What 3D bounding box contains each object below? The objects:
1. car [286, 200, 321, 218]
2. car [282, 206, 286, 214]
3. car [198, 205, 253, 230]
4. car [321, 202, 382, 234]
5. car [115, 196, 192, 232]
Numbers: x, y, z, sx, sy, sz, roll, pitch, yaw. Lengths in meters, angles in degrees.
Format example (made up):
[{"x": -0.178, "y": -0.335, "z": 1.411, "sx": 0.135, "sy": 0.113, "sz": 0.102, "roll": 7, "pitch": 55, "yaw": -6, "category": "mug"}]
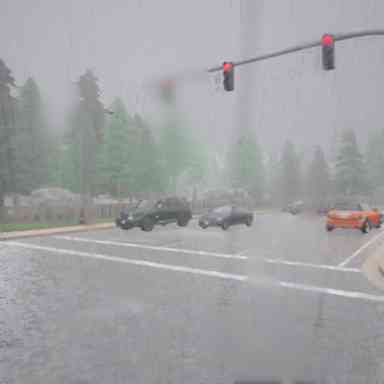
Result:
[{"x": 11.036, "y": 1.591, "z": 30.528, "sx": 4.181, "sy": 1.385, "sz": 1.994, "roll": 0, "pitch": 0, "yaw": -36, "category": "car"}, {"x": 11.588, "y": 1.573, "z": 35.161, "sx": 4.674, "sy": 1.442, "sz": 1.812, "roll": 0, "pitch": -1, "yaw": -32, "category": "car"}, {"x": 2.346, "y": 1.601, "z": 21.768, "sx": 1.812, "sy": 1.442, "sz": 4.674, "roll": -1, "pitch": 0, "yaw": 39, "category": "car"}, {"x": 9.526, "y": 1.334, "z": 19.410, "sx": 2.097, "sy": 1.767, "sz": 4.553, "roll": -1, "pitch": 0, "yaw": 41, "category": "car"}, {"x": -2.306, "y": 1.341, "z": 21.534, "sx": 2.150, "sy": 2.045, "sz": 5.566, "roll": -1, "pitch": 0, "yaw": 38, "category": "car"}]
